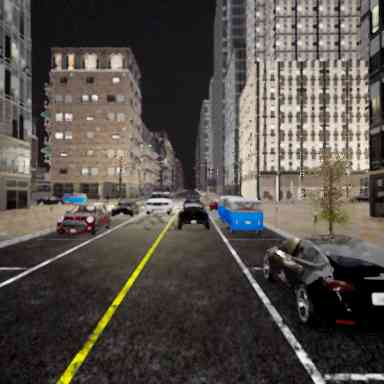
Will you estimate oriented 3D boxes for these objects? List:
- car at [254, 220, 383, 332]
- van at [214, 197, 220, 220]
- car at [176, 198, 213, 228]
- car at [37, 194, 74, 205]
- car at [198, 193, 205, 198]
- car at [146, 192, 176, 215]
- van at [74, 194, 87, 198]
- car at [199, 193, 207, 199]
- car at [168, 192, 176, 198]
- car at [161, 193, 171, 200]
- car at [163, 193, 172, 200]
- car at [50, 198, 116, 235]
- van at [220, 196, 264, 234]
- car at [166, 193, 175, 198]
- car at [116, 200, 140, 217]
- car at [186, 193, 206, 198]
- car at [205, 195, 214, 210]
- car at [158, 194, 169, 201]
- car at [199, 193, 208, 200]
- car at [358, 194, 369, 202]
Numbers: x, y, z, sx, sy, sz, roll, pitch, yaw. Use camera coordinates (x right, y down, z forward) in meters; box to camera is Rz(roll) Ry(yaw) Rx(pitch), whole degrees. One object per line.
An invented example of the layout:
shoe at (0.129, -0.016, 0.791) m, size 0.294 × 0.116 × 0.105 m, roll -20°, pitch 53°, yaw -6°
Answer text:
car at (2.698, 1.524, 6.748) m, size 1.947 × 1.339 × 4.313 m, roll 1°, pitch 0°, yaw 0°
van at (2.698, 1.193, 23.478) m, size 1.690 × 1.788 × 3.998 m, roll 1°, pitch 0°, yaw 0°
car at (0.097, 1.375, 21.004) m, size 1.837 × 1.490 × 4.892 m, roll 0°, pitch 1°, yaw 0°
car at (-19.852, 1.310, 47.562) m, size 4.403 × 1.369 × 2.008 m, roll 0°, pitch 0°, yaw 1°
car at (2.684, 0.881, 95.331) m, size 2.008 × 1.369 × 4.403 m, roll 1°, pitch 0°, yaw 0°
car at (-3.012, 1.019, 31.717) m, size 2.150 × 2.045 × 5.566 m, roll 0°, pitch 0°, yaw 0°
van at (-19.745, 1.159, 55.942) m, size 3.998 × 1.788 × 1.690 m, roll 0°, pitch 0°, yaw 1°
car at (2.686, 0.963, 84.029) m, size 1.887 × 1.381 × 4.507 m, roll 1°, pitch 0°, yaw 0°
car at (-5.695, 0.771, 95.331) m, size 1.967 × 1.590 × 4.097 m, roll 1°, pitch 0°, yaw 0°
car at (-5.691, 0.946, 72.726) m, size 1.967 × 1.590 × 4.097 m, roll 1°, pitch 0°, yaw 0°
car at (-5.694, 1.044, 78.378) m, size 1.802 × 1.307 × 4.206 m, roll 1°, pitch 0°, yaw 0°
car at (-5.682, 1.328, 17.911) m, size 1.967 × 1.590 × 4.097 m, roll 1°, pitch 0°, yaw 0°
van at (2.699, 1.229, 17.901) m, size 1.690 × 1.788 × 3.998 m, roll 1°, pitch 0°, yaw 0°
car at (-5.696, 0.925, 89.680) m, size 2.008 × 1.369 × 4.403 m, roll 1°, pitch 0°, yaw 0°
car at (-5.686, 1.380, 29.061) m, size 1.947 × 1.339 × 4.313 m, roll 1°, pitch 0°, yaw 0°
car at (0.065, 1.118, 36.449) m, size 2.097 × 1.767 × 4.553 m, roll 0°, pitch 1°, yaw -1°
car at (2.694, 1.321, 34.633) m, size 1.887 × 1.381 × 4.507 m, roll 1°, pitch 0°, yaw 0°
car at (-5.692, 1.131, 67.075) m, size 1.802 × 1.307 × 4.206 m, roll 1°, pitch 0°, yaw 0°
car at (2.687, 1.013, 78.378) m, size 2.008 × 1.369 × 4.403 m, roll 1°, pitch 0°, yaw 0°
car at (27.957, 1.039, 55.348) m, size 4.313 × 1.339 × 1.947 m, roll 0°, pitch 0°, yaw 1°
